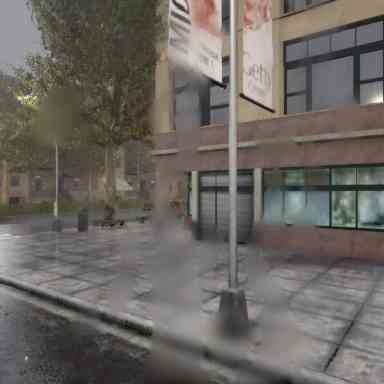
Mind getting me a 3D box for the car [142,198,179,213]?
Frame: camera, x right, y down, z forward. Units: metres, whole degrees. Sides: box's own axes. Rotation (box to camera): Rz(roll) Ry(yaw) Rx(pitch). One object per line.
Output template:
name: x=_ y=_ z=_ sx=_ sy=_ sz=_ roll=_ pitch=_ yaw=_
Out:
car: x=-3.513 y=1.477 z=38.057 sx=1.882 sy=1.535 sz=5.008 roll=0 pitch=0 yaw=36
